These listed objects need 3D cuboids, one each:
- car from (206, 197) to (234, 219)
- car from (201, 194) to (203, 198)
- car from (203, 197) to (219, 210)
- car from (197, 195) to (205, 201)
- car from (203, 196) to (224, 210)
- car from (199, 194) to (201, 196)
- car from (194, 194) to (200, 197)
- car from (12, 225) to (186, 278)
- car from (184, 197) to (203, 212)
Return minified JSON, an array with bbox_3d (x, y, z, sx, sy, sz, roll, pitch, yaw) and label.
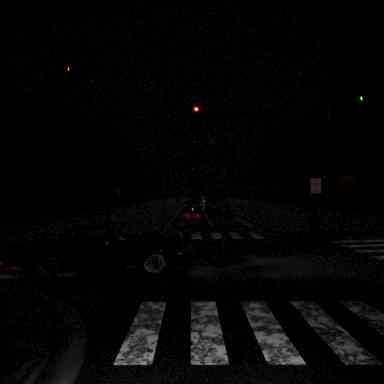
[{"bbox_3d":[2.597,1.472,29.715,1.967,1.590,4.097,-1,0,0],"label":"car"},{"bbox_3d":[2.584,1.373,40.520,2.192,1.841,5.009,-1,0,0],"label":"car"},{"bbox_3d":[2.579,1.513,45.922,1.967,1.590,4.097,-1,0,0],"label":"car"},{"bbox_3d":[2.525,1.710,94.544,1.967,1.590,4.097,-1,0,0],"label":"car"},{"bbox_3d":[2.590,1.359,35.117,2.192,1.841,5.009,-1,0,0],"label":"car"},{"bbox_3d":[2.914,1.504,67.886,2.097,1.767,4.553,0,0,0],"label":"car"},{"bbox_3d":[0.021,1.707,66.389,1.994,1.385,4.181,0,0,0],"label":"car"},{"bbox_3d":[-2.551,1.641,9.901,4.718,1.301,1.895,-1,0,0],"label":"car"},{"bbox_3d":[0.066,1.657,40.013,1.895,1.301,4.718,0,0,0],"label":"car"}]
